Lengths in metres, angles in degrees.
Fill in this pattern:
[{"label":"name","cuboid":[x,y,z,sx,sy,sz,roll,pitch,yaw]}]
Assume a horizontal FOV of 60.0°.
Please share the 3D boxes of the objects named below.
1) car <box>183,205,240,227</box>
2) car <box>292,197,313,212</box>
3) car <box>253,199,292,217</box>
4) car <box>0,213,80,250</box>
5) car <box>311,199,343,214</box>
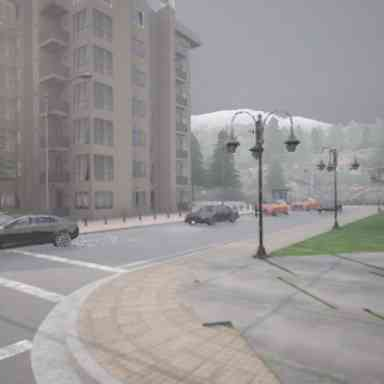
[{"label":"car","cuboid":[1.611,1.676,24.599,2.033,1.411,5.357,-1,0,36]},{"label":"car","cuboid":[13.949,1.477,41.449,2.097,1.767,4.553,-1,0,37]},{"label":"car","cuboid":[7.894,1.478,33.185,2.097,1.767,4.553,-1,0,37]},{"label":"car","cuboid":[-6.990,1.626,13.441,2.128,1.511,4.902,-1,0,41]},{"label":"car","cuboid":[15.467,1.632,37.313,2.033,1.411,5.357,-1,0,35]}]
